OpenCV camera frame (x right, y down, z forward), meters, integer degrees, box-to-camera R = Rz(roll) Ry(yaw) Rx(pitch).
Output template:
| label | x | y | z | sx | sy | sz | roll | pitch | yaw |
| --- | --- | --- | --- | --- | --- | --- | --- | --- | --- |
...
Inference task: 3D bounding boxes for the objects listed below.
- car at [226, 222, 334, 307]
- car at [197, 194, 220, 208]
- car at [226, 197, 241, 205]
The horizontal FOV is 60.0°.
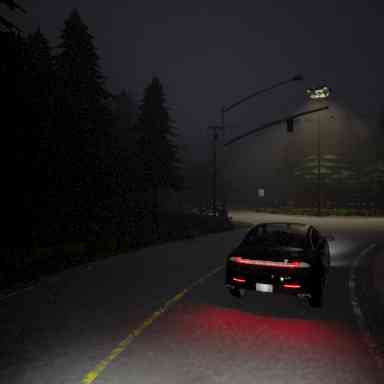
| label | x | y | z | sx | sy | sz | roll | pitch | yaw |
| --- | --- | --- | --- | --- | --- | --- | --- | --- | --- |
| car | 2.296 | 1.491 | 8.128 | 2.128 | 1.511 | 4.902 | 0 | 0 | 25 |
| car | 1.897 | 1.246 | 37.610 | 2.150 | 2.045 | 5.566 | 0 | 0 | -5 |
| car | 6.567 | 1.516 | 55.800 | 2.128 | 1.511 | 4.902 | 0 | 0 | 35 |
